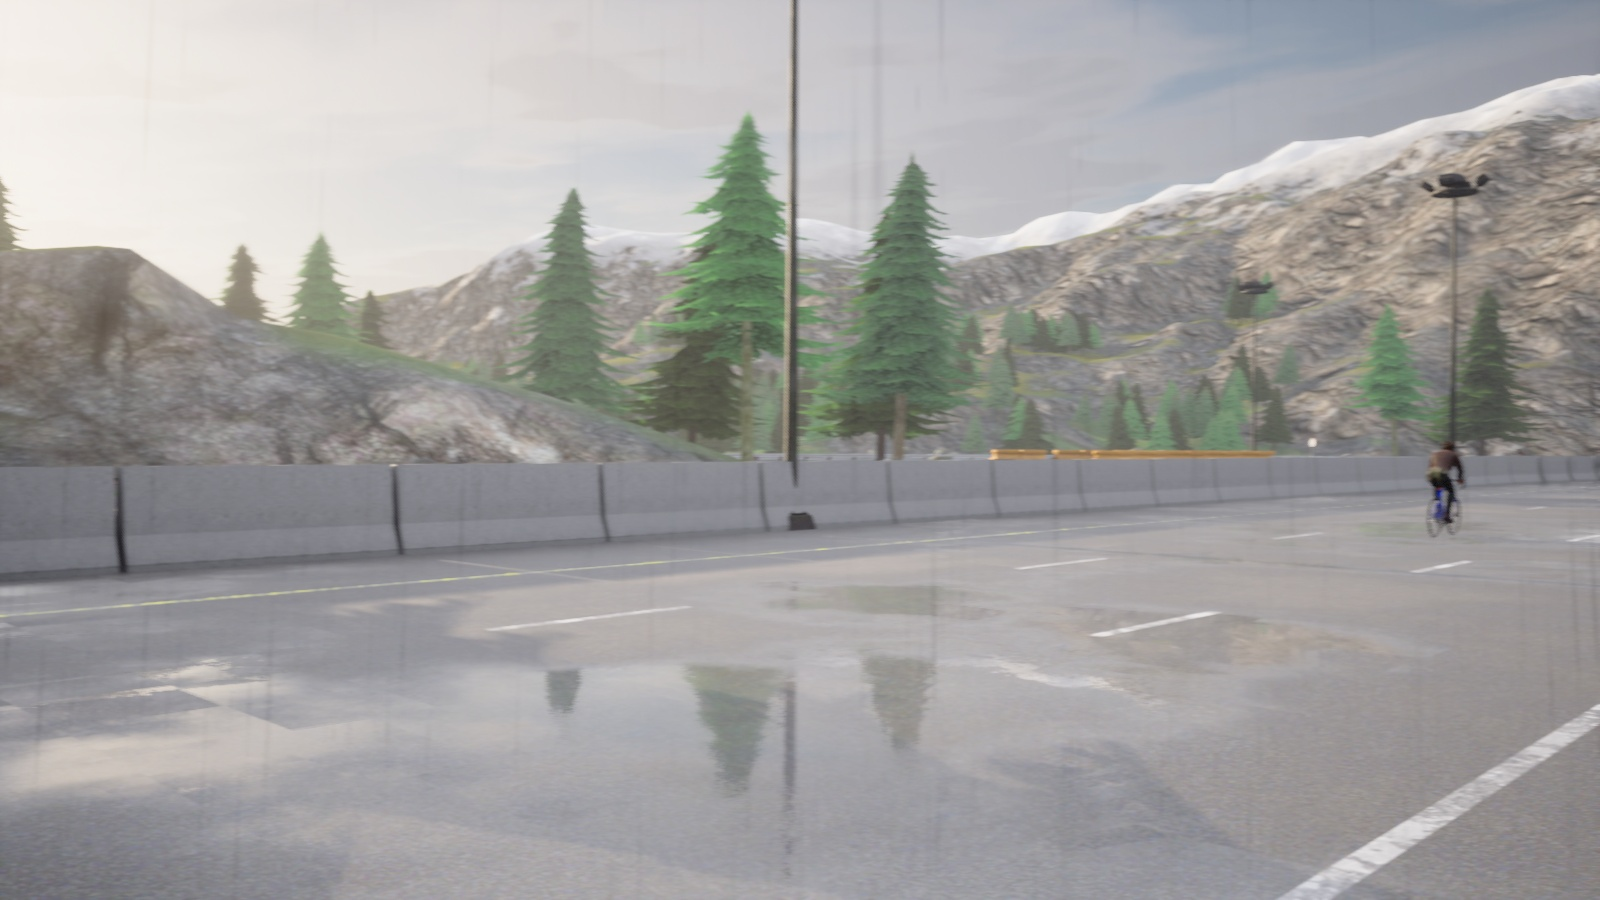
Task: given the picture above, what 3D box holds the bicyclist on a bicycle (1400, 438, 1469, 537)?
[{"bbox_3d":[10.784,0.620,21.322,0.582,1.620,1.656,0,0,44],"label":"bicyclist on a bicycle"}]
